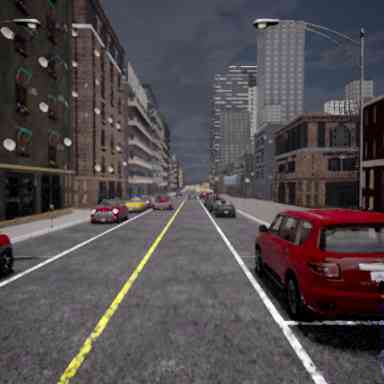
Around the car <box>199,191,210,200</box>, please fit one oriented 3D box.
[{"bbox_3d":[2.660,0.716,72.874,2.192,1.841,5.009,-1,0,0],"label":"car"}]

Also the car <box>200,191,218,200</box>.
[{"bbox_3d":[2.652,0.951,44.976,2.192,1.841,5.009,-1,0,0],"label":"car"}]

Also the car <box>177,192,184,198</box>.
[{"bbox_3d":[-2.977,0.670,77.241,1.837,1.490,4.892,0,0,0],"label":"car"}]

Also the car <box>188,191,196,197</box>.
[{"bbox_3d":[0.024,0.582,85.863,1.882,1.535,5.008,0,1,0],"label":"car"}]

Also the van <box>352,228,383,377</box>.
[{"bbox_3d":[2.673,1.327,1.709,1.690,1.788,3.998,-1,0,0],"label":"van"}]

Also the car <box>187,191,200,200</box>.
[{"bbox_3d":[0.019,0.867,68.852,2.128,1.511,4.902,0,0,0],"label":"car"}]

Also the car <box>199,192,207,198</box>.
[{"bbox_3d":[2.690,0.829,84.205,1.752,1.417,4.829,-1,0,0],"label":"car"}]

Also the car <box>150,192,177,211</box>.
[{"bbox_3d":[-3.084,1.061,35.969,2.097,1.767,4.553,0,0,0],"label":"car"}]

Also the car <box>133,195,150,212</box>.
[{"bbox_3d":[-5.695,1.254,33.601,1.752,1.417,4.829,-1,0,0],"label":"car"}]

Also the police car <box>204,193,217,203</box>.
[{"bbox_3d":[3.016,0.968,56.151,1.930,1.638,5.238,0,0,0],"label":"police car"}]

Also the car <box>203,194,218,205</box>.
[{"bbox_3d":[2.655,1.248,39.399,1.947,1.339,4.313,-1,0,0],"label":"car"}]

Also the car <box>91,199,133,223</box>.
[{"bbox_3d":[-5.699,1.251,23.347,1.967,1.590,4.097,-1,0,0],"label":"car"}]

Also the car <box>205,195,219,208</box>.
[{"bbox_3d":[2.653,1.294,33.820,1.947,1.339,4.313,-1,0,0],"label":"car"}]

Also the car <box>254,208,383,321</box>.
[{"bbox_3d":[2.674,1.258,7.116,2.192,1.841,5.009,-1,0,0],"label":"car"}]

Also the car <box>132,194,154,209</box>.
[{"bbox_3d":[-5.694,1.121,39.350,1.967,1.590,4.097,-1,0,0],"label":"car"}]

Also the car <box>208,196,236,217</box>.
[{"bbox_3d":[2.685,1.333,28.248,2.008,1.369,4.403,-1,0,0],"label":"car"}]

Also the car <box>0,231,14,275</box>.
[{"bbox_3d":[-5.704,1.382,7.126,1.967,1.590,4.097,-1,0,0],"label":"car"}]
